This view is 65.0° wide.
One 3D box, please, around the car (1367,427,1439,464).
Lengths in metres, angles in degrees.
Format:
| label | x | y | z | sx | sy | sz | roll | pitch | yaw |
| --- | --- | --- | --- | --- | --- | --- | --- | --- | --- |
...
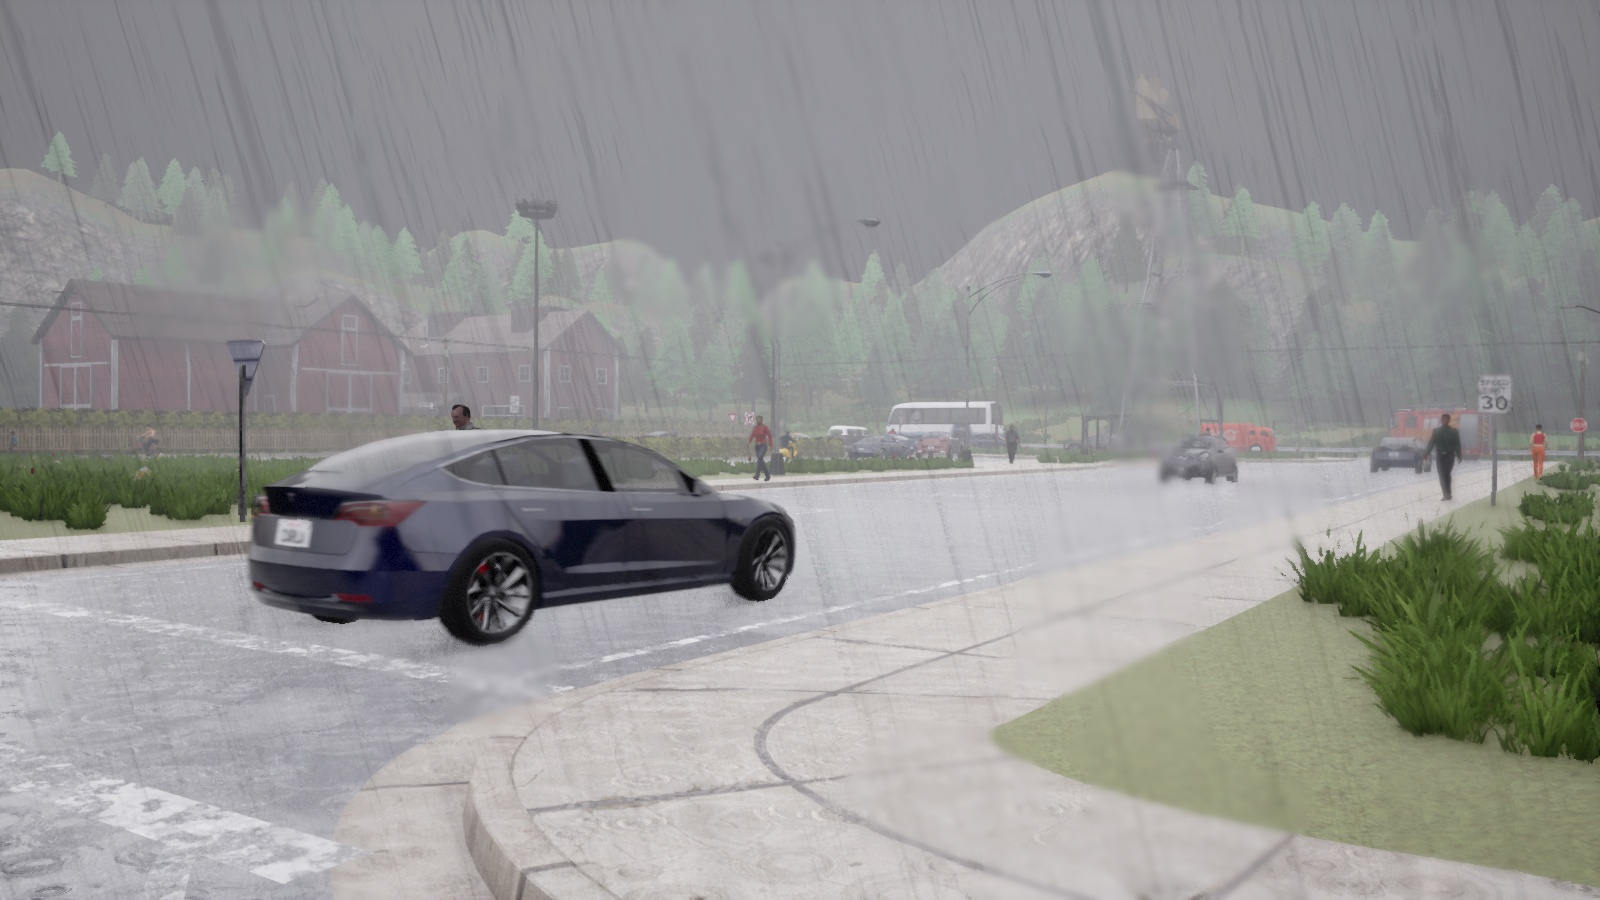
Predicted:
| label | x | y | z | sx | sy | sz | roll | pitch | yaw |
| --- | --- | --- | --- | --- | --- | --- | --- | --- | --- |
| car | 25.404 | -0.220 | 52.828 | 2.163 | 1.488 | 4.792 | 0 | 1 | 33 |

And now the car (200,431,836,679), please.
| label | x | y | z | sx | sy | sz | roll | pitch | yaw |
| --- | --- | --- | --- | --- | --- | --- | --- | --- | --- |
| car | -1.956 | 0.610 | 10.194 | 2.163 | 1.488 | 4.792 | 0 | 1 | 36 |

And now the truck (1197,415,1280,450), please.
| label | x | y | z | sx | sy | sz | roll | pitch | yaw |
| --- | --- | --- | --- | --- | --- | --- | --- | --- | --- |
| truck | 31.824 | -1.287 | 91.120 | 5.204 | 2.467 | 2.627 | 0 | 1 | 34 |

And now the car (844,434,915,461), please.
| label | x | y | z | sx | sy | sz | roll | pitch | yaw |
| --- | --- | --- | --- | --- | --- | --- | --- | --- | --- |
| car | 4.332 | -0.171 | 67.905 | 1.994 | 1.385 | 4.181 | 0 | 1 | 33 |

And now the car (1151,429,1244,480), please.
| label | x | y | z | sx | sy | sz | roll | pitch | yaw |
| --- | --- | --- | --- | --- | --- | --- | --- | --- | --- |
| car | 12.399 | 0.100 | 39.063 | 1.845 | 1.501 | 3.633 | 0 | 1 | 33 |

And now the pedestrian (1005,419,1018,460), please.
| label | x | y | z | sx | sy | sz | roll | pitch | yaw |
| --- | --- | --- | --- | --- | --- | --- | --- | --- | --- |
| pedestrian | 9.596 | -0.469 | 56.928 | 0.540 | 1.848 | 0.694 | 0 | 1 | 11 |

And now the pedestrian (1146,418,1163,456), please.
| label | x | y | z | sx | sy | sz | roll | pitch | yaw |
| --- | --- | --- | --- | --- | --- | --- | --- | --- | --- |
| pedestrian | 18.366 | -0.668 | 65.048 | 0.659 | 1.952 | 0.873 | 0 | 1 | 32 |

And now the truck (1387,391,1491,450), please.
| label | x | y | z | sx | sy | sz | roll | pitch | yaw |
| --- | --- | --- | --- | --- | --- | --- | --- | --- | --- |
| truck | 43.565 | -2.003 | 85.985 | 2.891 | 3.827 | 8.468 | 0 | 1 | 1 |

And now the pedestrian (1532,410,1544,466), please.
| label | x | y | z | sx | sy | sz | roll | pitch | yaw |
| --- | --- | --- | --- | --- | --- | --- | --- | --- | --- |
| pedestrian | 24.070 | -0.392 | 40.943 | 0.345 | 1.836 | 0.594 | 0 | 1 | 31 |

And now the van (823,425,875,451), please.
| label | x | y | z | sx | sy | sz | roll | pitch | yaw |
| --- | --- | --- | --- | --- | --- | --- | --- | --- | --- |
| van | 3.880 | -0.930 | 98.563 | 2.069 | 2.038 | 4.480 | 0 | 0 | 32 |

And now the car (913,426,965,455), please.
| label | x | y | z | sx | sy | sz | roll | pitch | yaw |
| --- | --- | --- | --- | --- | --- | --- | --- | --- | --- |
| car | 8.435 | -0.603 | 75.951 | 2.152 | 1.651 | 5.027 | 0 | 1 | 18 |

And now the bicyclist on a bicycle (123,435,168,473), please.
| label | x | y | z | sx | sy | sz | roll | pitch | yaw |
| --- | --- | --- | --- | --- | --- | --- | --- | --- | --- |
| bicyclist on a bicycle | -28.835 | 0.173 | 55.358 | 0.866 | 1.612 | 1.509 | 0 | 1 | 34 |

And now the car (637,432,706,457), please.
| label | x | y | z | sx | sy | sz | roll | pitch | yaw |
| --- | --- | --- | --- | --- | --- | --- | --- | --- | --- |
| car | -8.174 | -0.344 | 80.308 | 2.007 | 1.525 | 4.514 | 0 | 1 | 33 |

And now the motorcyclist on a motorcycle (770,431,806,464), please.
| label | x | y | z | sx | sy | sz | roll | pitch | yaw |
| --- | --- | --- | --- | --- | --- | --- | --- | --- | --- |
| motorcyclist on a motorcycle | -0.579 | -0.134 | 60.404 | 0.866 | 1.590 | 1.817 | 0 | 1 | 33 |

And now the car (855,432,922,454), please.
| label | x | y | z | sx | sy | sz | roll | pitch | yaw |
| --- | --- | --- | --- | --- | --- | --- | --- | --- | --- |
| car | 5.948 | -0.457 | 84.972 | 1.812 | 1.442 | 4.674 | -1 | 1 | -38 |

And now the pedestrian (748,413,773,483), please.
| label | x | y | z | sx | sy | sz | roll | pitch | yaw |
| --- | --- | --- | --- | --- | --- | --- | --- | --- | --- |
| pedestrian | -1.050 | -0.061 | 33.511 | 0.331 | 1.846 | 0.636 | 0 | 1 | 32 |

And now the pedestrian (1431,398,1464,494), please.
| label | x | y | z | sx | sy | sz | roll | pitch | yaw |
| --- | --- | --- | --- | --- | --- | --- | --- | --- | --- |
| pedestrian | 13.346 | -0.087 | 25.870 | 0.423 | 1.949 | 0.788 | 0 | 1 | 41 |
